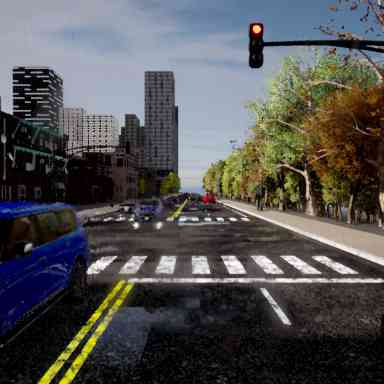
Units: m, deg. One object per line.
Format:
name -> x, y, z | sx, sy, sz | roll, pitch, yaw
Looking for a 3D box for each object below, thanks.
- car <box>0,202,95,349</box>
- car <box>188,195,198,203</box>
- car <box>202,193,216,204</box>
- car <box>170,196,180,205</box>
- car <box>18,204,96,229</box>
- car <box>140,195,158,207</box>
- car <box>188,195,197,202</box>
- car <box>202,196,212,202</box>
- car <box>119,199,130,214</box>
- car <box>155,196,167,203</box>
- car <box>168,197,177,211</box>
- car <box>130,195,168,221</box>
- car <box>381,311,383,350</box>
car -> -3.342, 1.220, 5.218 | 2.150, 2.045, 5.566 | 0, 0, 0
car -> 0.204, 1.467, 66.209 | 2.128, 1.511, 4.902 | 0, 0, 0
car -> 3.449, 1.197, 65.309 | 2.150, 2.045, 5.566 | 0, 0, 1
car -> -3.236, 1.485, 59.330 | 1.837, 1.490, 4.892 | 0, 0, 0
car -> -9.083, 1.608, 22.834 | 1.895, 1.301, 4.718 | -1, 0, 32
car -> -6.514, 1.333, 50.715 | 2.097, 1.767, 4.553 | 0, 0, 0
car -> 0.125, 1.447, 76.516 | 1.882, 1.535, 5.008 | 0, 0, 0
car -> 3.371, 1.522, 75.893 | 1.994, 1.385, 4.181 | 0, 0, 0
car -> -6.546, 1.481, 35.632 | 2.128, 1.511, 4.902 | 0, 0, 0
car -> -6.397, 1.541, 68.462 | 1.994, 1.385, 4.181 | 0, 0, 0
car -> -3.283, 1.587, 41.191 | 1.895, 1.301, 4.718 | 0, 0, 0
car -> -3.308, 1.344, 26.529 | 2.097, 1.767, 4.553 | 0, 0, 0
car -> 3.355, 1.491, 2.362 | 2.128, 1.511, 4.902 | 0, 0, 0
